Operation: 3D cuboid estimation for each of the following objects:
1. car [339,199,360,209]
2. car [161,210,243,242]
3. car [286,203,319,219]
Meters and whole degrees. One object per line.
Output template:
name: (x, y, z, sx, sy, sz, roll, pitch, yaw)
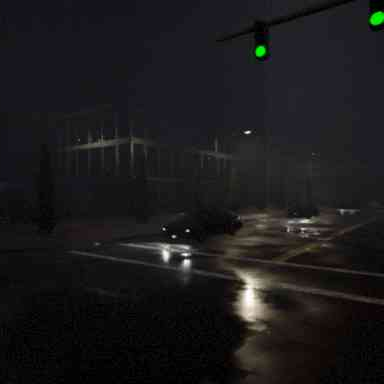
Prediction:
car: (22.062, 1.654, 46.462, 2.033, 1.411, 5.357, -1, 0, 36)
car: (0.731, 1.648, 17.350, 2.033, 1.411, 5.357, -1, 0, 36)
car: (10.031, 1.662, 30.112, 1.994, 1.385, 4.181, -1, 0, 36)
